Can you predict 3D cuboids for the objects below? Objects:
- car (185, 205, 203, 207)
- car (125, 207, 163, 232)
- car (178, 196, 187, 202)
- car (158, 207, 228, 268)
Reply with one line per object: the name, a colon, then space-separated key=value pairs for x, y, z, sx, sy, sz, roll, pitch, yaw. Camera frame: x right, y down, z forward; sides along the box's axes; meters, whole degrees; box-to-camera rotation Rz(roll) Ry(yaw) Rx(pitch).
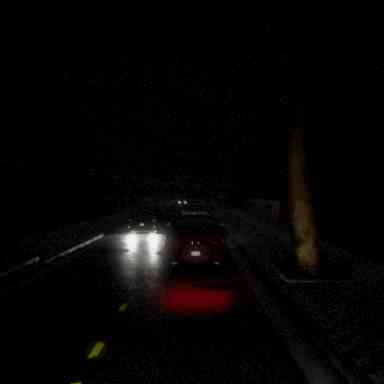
car: x=0.160 y=1.696 z=26.778 sx=1.895 sy=1.301 sz=4.718 roll=0 pitch=0 yaw=0
car: x=-2.787 y=1.640 z=20.510 sx=1.994 sy=1.385 sz=4.181 roll=0 pitch=0 yaw=0
car: x=-2.419 y=1.718 z=85.299 sx=1.837 sy=1.490 sz=4.892 roll=0 pitch=0 yaw=1
car: x=0.114 y=1.523 z=11.520 sx=1.882 sy=1.535 sz=5.008 roll=0 pitch=0 yaw=0
